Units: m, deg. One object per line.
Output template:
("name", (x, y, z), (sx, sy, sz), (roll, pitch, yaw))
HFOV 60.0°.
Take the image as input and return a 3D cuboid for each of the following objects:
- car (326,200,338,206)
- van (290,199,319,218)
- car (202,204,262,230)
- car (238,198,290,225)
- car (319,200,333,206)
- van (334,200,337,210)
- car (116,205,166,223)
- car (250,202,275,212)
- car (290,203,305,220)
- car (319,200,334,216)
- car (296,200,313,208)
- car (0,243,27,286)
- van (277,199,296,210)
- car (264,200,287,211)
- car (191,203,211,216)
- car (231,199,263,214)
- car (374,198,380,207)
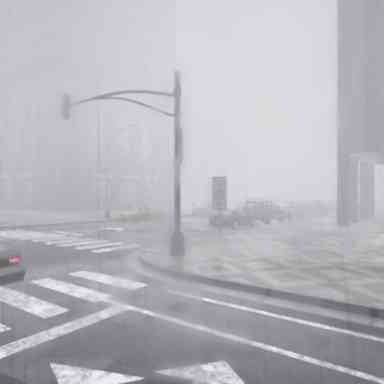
("car", (34.212, 2.675, 81.329), (1.802, 1.307, 4.206), (-1, -1, 36))
("van", (11.780, 1.785, 35.387), (1.690, 1.788, 3.998), (-1, -1, 36))
("car", (2.873, 1.780, 22.991), (1.887, 1.381, 4.507), (-1, -1, 36))
("car", (5.842, 1.620, 27.126), (2.192, 1.841, 5.009), (-1, -1, 36))
("car", (31.079, 2.571, 76.960), (1.887, 1.381, 4.507), (-1, -1, 36))
("van", (20.688, 1.990, 47.779), (1.690, 1.788, 3.998), (-1, -1, 36))
("car", (-4.149, 1.745, 27.831), (1.752, 1.417, 4.829), (-1, -1, 36))
("car", (10.185, 2.099, 47.822), (1.887, 1.381, 4.507), (-1, -1, 36))
("car", (8.812, 1.956, 31.252), (1.802, 1.307, 4.206), (-1, -1, 36))
("car", (14.749, 1.828, 39.518), (2.192, 1.841, 5.009), (-1, -1, 36))
("car", (21.677, 2.257, 63.851), (1.967, 1.590, 4.097), (-1, -1, 36))
("car", (-6.123, 1.499, 8.022), (5.357, 1.411, 2.033), (0, 0, 36))
("van", (15.879, 2.026, 55.766), (1.690, 1.788, 3.998), (-1, -1, 36))
("car", (13.032, 2.060, 51.794), (1.967, 1.590, 4.097), (-1, -1, 36))
("car", (1.644, 1.906, 35.910), (2.008, 1.369, 4.403), (-1, -1, 36))
("car", (7.338, 1.803, 43.855), (2.192, 1.841, 5.009), (-1, -1, 36))
("car", (41.446, 2.664, 76.787), (2.008, 1.369, 4.403), (-1, -1, 36))
